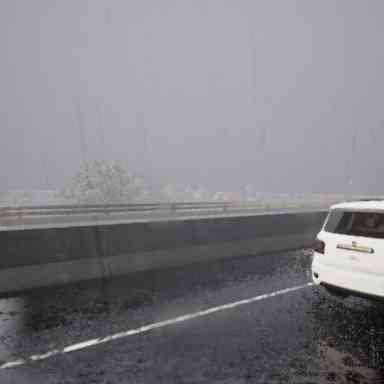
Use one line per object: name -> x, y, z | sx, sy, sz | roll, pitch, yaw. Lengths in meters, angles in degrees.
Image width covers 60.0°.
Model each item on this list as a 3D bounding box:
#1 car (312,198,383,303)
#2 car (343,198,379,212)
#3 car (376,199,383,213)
car -> 4.970, 1.203, 7.258 | 5.566, 2.045, 2.150 | 0, 0, -35
car -> 19.904, 1.468, 39.111 | 4.674, 1.442, 1.812 | 0, 0, -34
car -> 22.800, 1.491, 36.853 | 5.357, 1.411, 2.033 | 0, 0, -34
